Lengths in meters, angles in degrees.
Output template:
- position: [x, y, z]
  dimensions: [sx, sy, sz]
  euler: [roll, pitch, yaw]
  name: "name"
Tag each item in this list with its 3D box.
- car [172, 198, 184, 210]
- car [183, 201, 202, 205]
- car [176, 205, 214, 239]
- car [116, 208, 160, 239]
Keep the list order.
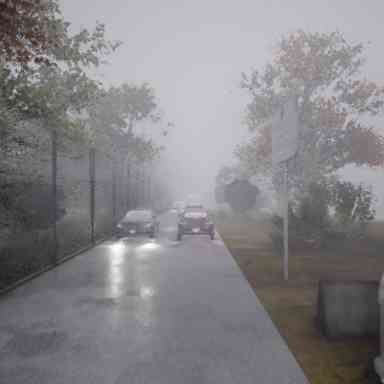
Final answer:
- position: [-2.330, 2.134, 59.518]
  dimensions: [2.150, 2.045, 5.566]
  euler: [0, -2, 1]
  name: "car"
- position: [0.312, 1.816, 35.922]
  dimensions: [1.882, 1.535, 5.008]
  euler: [0, -1, 0]
  name: "car"
- position: [0.195, 1.612, 17.713]
  dimensions: [1.812, 1.442, 4.674]
  euler: [0, -1, 0]
  name: "car"
- position: [-2.768, 1.614, 17.896]
  dimensions: [1.812, 1.442, 4.674]
  euler: [0, -1, 0]
  name: "car"
